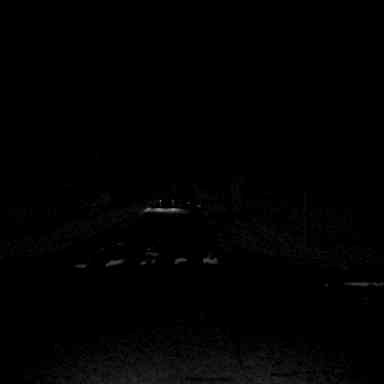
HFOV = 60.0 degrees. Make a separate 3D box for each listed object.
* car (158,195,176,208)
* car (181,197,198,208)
[{"bbox_3d":[-3.218,1.143,43.691,2.097,1.767,4.553,0,1,-1],"label":"car"},{"bbox_3d":[-0.370,1.345,44.384,1.994,1.385,4.181,0,1,3],"label":"car"}]
